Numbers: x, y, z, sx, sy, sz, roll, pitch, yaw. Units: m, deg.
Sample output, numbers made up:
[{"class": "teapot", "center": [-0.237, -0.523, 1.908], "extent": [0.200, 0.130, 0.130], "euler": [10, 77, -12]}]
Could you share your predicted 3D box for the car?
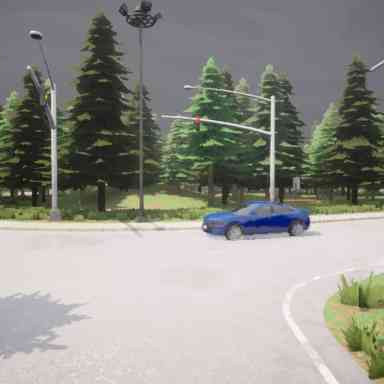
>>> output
[{"class": "car", "center": [2.908, 1.183, 14.842], "extent": [5.008, 1.535, 1.882], "euler": [0, 2, -20]}]
